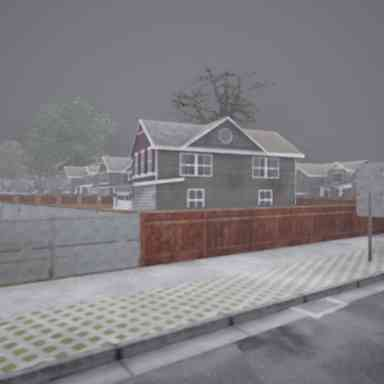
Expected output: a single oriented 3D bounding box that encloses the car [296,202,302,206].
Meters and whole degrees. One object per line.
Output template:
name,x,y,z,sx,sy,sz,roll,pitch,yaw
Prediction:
car,14.043,1.510,43.192,1.994,1.385,4.181,0,0,-24
